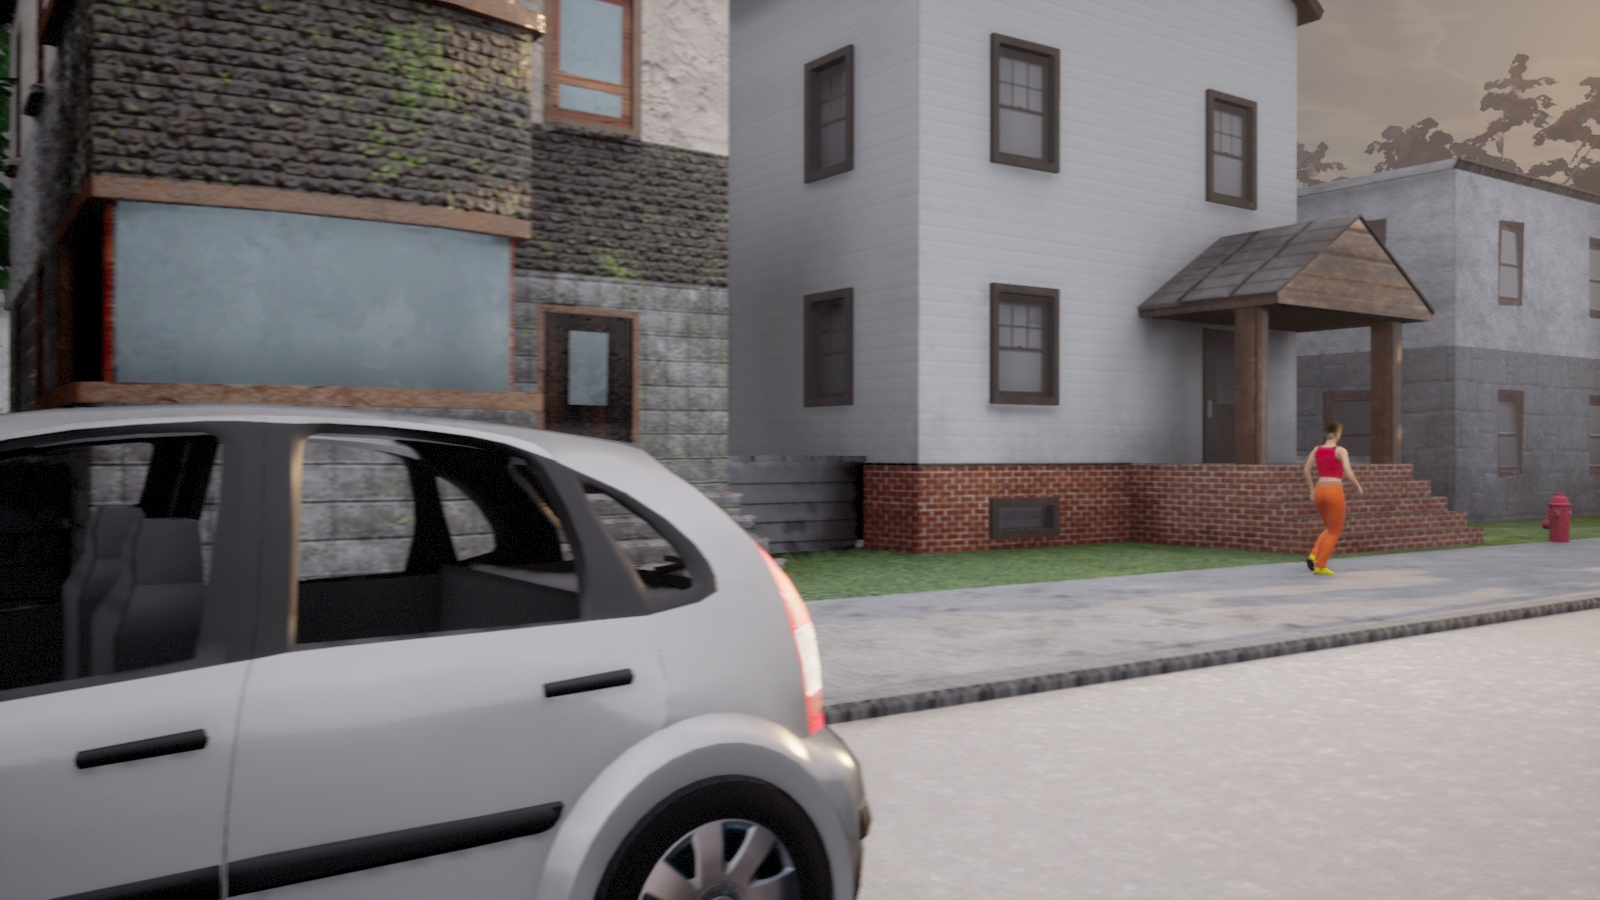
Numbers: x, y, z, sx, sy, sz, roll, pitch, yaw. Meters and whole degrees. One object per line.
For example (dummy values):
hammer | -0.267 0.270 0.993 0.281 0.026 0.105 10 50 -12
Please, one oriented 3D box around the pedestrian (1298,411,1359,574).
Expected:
pedestrian | 6.094 0.477 14.476 0.594 1.836 0.345 0 0 -28

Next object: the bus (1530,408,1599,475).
bus | 52.656 -0.548 79.598 3.944 4.253 10.273 0 0 -34

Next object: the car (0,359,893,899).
car | -1.921 0.655 2.931 3.988 1.617 1.851 0 0 -35
